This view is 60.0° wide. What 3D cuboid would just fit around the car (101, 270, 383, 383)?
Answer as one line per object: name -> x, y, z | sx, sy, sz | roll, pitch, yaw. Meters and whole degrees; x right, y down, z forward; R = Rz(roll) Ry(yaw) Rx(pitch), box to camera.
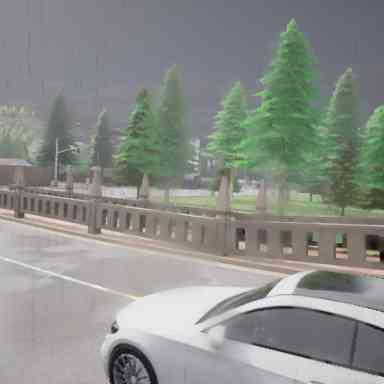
car -> 1.179, 1.523, 3.149 | 4.674, 1.442, 1.812 | 1, 0, 35
